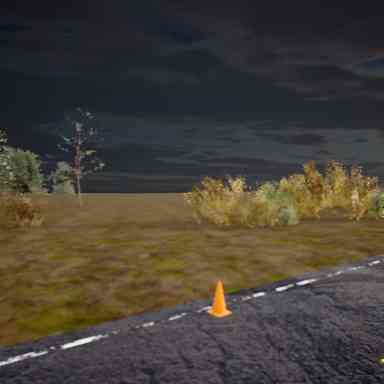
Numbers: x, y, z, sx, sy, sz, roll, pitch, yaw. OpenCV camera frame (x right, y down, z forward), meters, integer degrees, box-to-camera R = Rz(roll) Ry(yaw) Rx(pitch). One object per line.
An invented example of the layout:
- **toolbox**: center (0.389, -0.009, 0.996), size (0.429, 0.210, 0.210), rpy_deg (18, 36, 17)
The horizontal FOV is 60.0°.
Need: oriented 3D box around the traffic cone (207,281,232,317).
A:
- **traffic cone**: center (0.522, 1.973, 6.246), size (0.340, 0.580, 0.340), rpy_deg (0, 0, -37)
